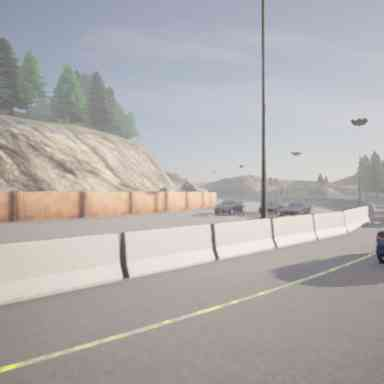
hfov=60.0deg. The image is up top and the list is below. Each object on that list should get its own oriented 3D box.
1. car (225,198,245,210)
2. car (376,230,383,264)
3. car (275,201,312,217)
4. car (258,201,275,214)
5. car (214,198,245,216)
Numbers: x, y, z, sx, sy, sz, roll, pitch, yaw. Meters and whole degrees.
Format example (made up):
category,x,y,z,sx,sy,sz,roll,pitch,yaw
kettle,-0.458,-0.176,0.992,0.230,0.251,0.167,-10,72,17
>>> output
category,x,y,z,sx,sy,sz,roll,pitch,yaw
car,6.231,1.597,47.482,1.882,1.535,5.008,0,0,19
car,7.651,1.482,10.884,5.008,1.535,1.882,0,0,-45
car,9.570,1.602,30.271,2.033,1.411,5.357,0,0,31
car,8.719,1.622,35.710,2.033,1.411,5.357,0,0,28
car,4.005,1.595,34.659,1.837,1.490,4.892,0,0,31
